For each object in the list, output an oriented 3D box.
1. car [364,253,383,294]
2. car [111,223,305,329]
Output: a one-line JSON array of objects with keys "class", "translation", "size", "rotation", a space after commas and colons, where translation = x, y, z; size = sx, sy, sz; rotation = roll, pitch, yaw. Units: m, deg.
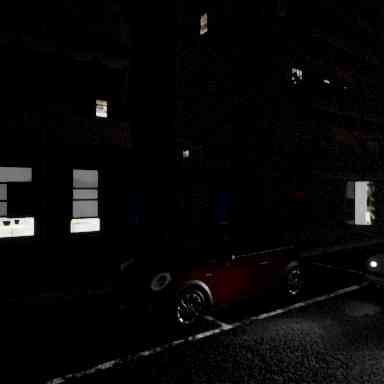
[{"class": "car", "translation": [5.978, 1.600, 7.642], "size": [4.718, 1.301, 1.895], "rotation": [0, 0, -35]}, {"class": "car", "translation": [0.426, 1.440, 6.864], "size": [4.097, 1.590, 1.967], "rotation": [0, 0, -35]}]
